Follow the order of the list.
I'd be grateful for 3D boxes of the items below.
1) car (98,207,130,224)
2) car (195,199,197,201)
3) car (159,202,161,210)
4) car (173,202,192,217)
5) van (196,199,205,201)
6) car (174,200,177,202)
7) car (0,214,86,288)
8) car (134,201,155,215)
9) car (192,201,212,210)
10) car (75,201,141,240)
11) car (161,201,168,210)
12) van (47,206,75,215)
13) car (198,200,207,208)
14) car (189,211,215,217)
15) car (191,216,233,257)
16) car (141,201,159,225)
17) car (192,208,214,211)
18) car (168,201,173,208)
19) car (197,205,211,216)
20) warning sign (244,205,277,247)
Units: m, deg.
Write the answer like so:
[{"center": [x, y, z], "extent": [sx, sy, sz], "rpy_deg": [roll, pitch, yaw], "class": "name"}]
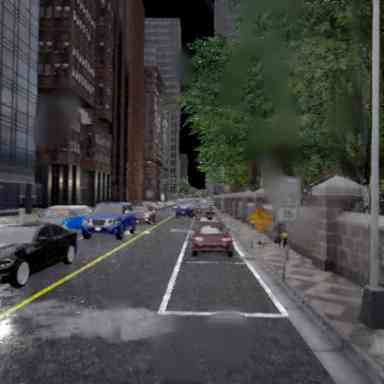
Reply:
[{"center": [-7.257, 2.175, 31.392], "extent": [1.887, 1.381, 4.507], "rpy_deg": [1, -1, 1], "class": "car"}, {"center": [2.554, 2.978, 80.881], "extent": [2.192, 1.841, 5.009], "rpy_deg": [1, -1, 1], "class": "car"}, {"center": [-6.683, 2.498, 53.482], "extent": [1.967, 1.590, 4.097], "rpy_deg": [1, -1, 1], "class": "car"}, {"center": [-1.073, 2.447, 43.681], "extent": [1.882, 1.535, 5.008], "rpy_deg": [1, -1, 1], "class": "car"}, {"center": [1.840, 2.529, 53.272], "extent": [1.690, 1.788, 3.998], "rpy_deg": [1, -1, 1], "class": "van"}, {"center": [-5.828, 3.064, 86.612], "extent": [1.967, 1.590, 4.097], "rpy_deg": [1, -1, 1], "class": "car"}, {"center": [-5.135, 1.665, 10.077], "extent": [1.882, 1.535, 5.008], "rpy_deg": [1, -1, 2], "class": "car"}, {"center": [-6.825, 2.273, 47.964], "extent": [2.192, 1.841, 5.009], "rpy_deg": [1, -1, 1], "class": "car"}, {"center": [1.412, 2.190, 36.707], "extent": [2.192, 1.841, 5.009], "rpy_deg": [1, -1, 1], "class": "car"}, {"center": [-4.867, 1.649, 20.257], "extent": [2.150, 2.045, 5.566], "rpy_deg": [1, -1, 2], "class": "car"}, {"center": [-6.398, 2.691, 64.525], "extent": [1.967, 1.590, 4.097], "rpy_deg": [1, -1, 1], "class": "car"}, {"center": [-7.539, 1.729, 20.351], "extent": [1.690, 1.788, 3.998], "rpy_deg": [1, -1, 1], "class": "van"}, {"center": [2.696, 3.069, 86.403], "extent": [2.192, 1.841, 5.009], "rpy_deg": [1, -1, 1], "class": "car"}, {"center": [0.981, 2.069, 20.135], "extent": [2.008, 1.369, 4.403], "rpy_deg": [1, -1, 1], "class": "car"}, {"center": [0.838, 1.971, 14.612], "extent": [1.802, 1.307, 4.206], "rpy_deg": [1, -1, 1], "class": "car"}, {"center": [-4.595, 2.007, 30.569], "extent": [2.097, 1.767, 4.553], "rpy_deg": [1, -1, 2], "class": "car"}, {"center": [1.121, 2.207, 25.657], "extent": [1.947, 1.339, 4.313], "rpy_deg": [1, -1, 1], "class": "car"}, {"center": [-6.116, 2.992, 75.567], "extent": [2.008, 1.369, 4.403], "rpy_deg": [1, -1, 1], "class": "car"}, {"center": [1.694, 2.633, 47.747], "extent": [1.887, 1.381, 4.507], "rpy_deg": [1, -1, 1], "class": "car"}, {"center": [3.183, 1.564, 15.558], "extent": [1.300, 1.860, 1.060], "rpy_deg": [1, -1, 1], "class": "warning sign"}]
